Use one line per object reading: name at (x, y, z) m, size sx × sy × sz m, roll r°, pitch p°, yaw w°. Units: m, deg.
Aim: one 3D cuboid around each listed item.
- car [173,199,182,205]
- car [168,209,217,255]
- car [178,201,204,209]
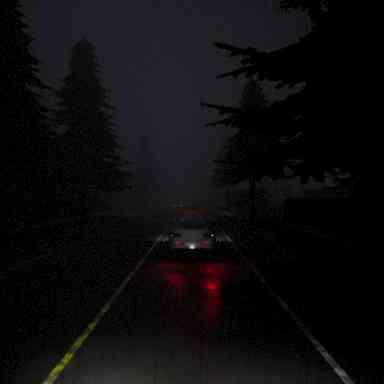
car at (-3.474, 2.346, 80.281) m, size 1.882 × 1.535 × 5.008 m, roll 0°, pitch -1°, yaw 0°
car at (0.024, 1.677, 13.860) m, size 1.812 × 1.442 × 4.674 m, roll 0°, pitch 0°, yaw 0°
car at (0.034, 1.794, 29.202) m, size 1.882 × 1.535 × 5.008 m, roll 0°, pitch 0°, yaw 0°
